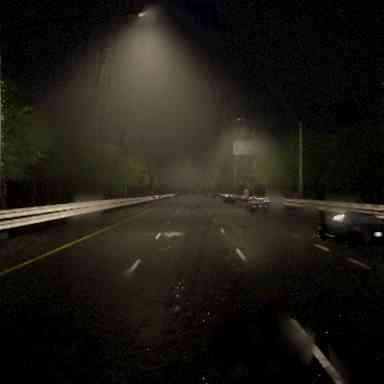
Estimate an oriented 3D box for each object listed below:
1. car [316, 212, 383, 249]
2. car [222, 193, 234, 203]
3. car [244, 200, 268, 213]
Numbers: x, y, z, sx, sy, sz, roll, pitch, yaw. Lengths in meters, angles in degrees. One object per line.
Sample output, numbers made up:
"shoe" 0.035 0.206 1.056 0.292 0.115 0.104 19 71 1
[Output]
"car" 7.014 1.567 14.522 1.994 1.385 4.181 0 0 0
"car" 7.237 1.518 67.231 1.994 1.385 4.181 0 0 0
"car" 7.082 1.537 36.908 2.033 1.411 5.357 0 0 0
